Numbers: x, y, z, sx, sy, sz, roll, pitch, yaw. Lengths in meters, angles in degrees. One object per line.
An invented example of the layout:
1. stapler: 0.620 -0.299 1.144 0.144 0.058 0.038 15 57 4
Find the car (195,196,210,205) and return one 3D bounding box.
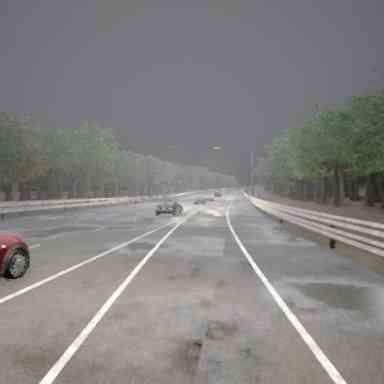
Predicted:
1. car: 1.578 1.493 59.008 2.033 1.411 5.357 0 0 8

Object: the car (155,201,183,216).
1. car: -2.156 1.527 32.198 2.033 1.411 5.357 0 0 8

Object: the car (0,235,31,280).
1. car: -5.646 1.349 7.234 2.097 1.767 4.553 0 0 8

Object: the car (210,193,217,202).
1. car: 3.938 1.517 75.931 1.895 1.301 4.718 0 0 8
